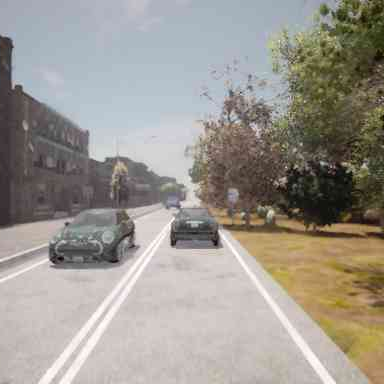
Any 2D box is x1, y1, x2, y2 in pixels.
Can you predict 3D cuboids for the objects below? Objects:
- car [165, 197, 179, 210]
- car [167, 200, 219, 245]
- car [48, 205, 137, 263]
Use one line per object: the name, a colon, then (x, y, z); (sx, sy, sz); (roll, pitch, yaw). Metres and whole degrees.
car: (-3.152, 1.869, 54.906); (2.150, 2.045, 5.566); (0, -1, 1)
car: (0.115, 1.422, 16.002); (2.097, 1.767, 4.553); (0, 0, 0)
car: (-3.340, 1.394, 12.001); (2.097, 1.767, 4.553); (0, 0, 0)
